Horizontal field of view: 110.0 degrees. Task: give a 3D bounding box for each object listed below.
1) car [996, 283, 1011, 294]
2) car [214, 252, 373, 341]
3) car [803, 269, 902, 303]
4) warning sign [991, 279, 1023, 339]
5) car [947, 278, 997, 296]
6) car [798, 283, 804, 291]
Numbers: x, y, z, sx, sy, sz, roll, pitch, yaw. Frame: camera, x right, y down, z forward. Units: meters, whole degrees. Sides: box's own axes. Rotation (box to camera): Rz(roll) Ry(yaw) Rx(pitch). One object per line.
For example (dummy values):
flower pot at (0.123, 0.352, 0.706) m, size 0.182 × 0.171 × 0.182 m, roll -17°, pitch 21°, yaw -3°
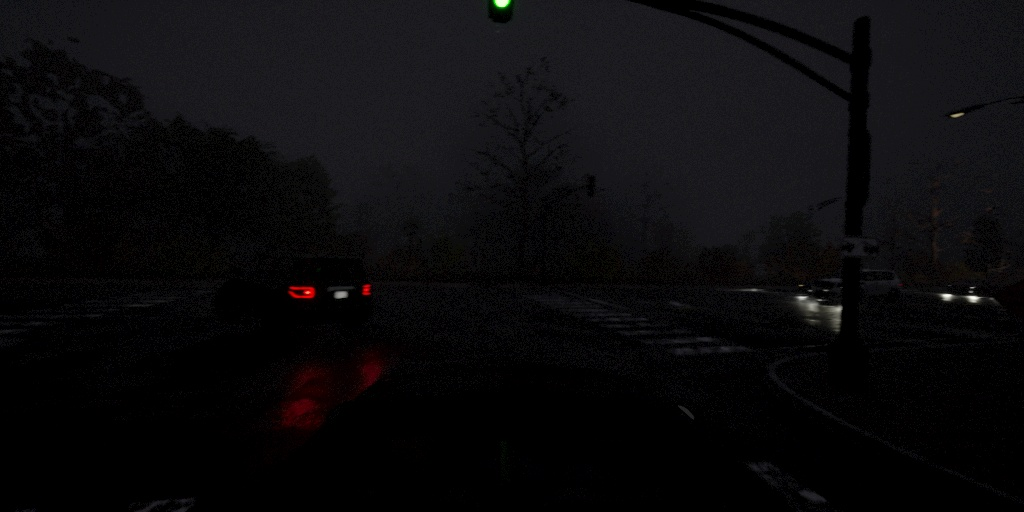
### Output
car at (42.374, 2.790, 29.156) m, size 4.892 × 1.490 × 1.837 m, roll 2°, pitch 0°, yaw -18°
car at (-6.189, 0.923, 10.093) m, size 5.566 × 2.045 × 2.150 m, roll 2°, pitch -1°, yaw 37°
car at (21.609, 1.814, 22.485) m, size 5.566 × 2.045 × 2.150 m, roll 2°, pitch 0°, yaw -17°
warning sign at (15.175, 1.560, 10.597) m, size 1.060 × 1.860 × 1.300 m, roll 0°, pitch 0°, yaw -17°
car at (41.750, 2.748, 32.369) m, size 5.008 × 1.535 × 1.882 m, roll 2°, pitch 0°, yaw -19°
car at (24.071, 2.199, 26.678) m, size 5.357 × 1.411 × 2.033 m, roll 2°, pitch 0°, yaw -18°
